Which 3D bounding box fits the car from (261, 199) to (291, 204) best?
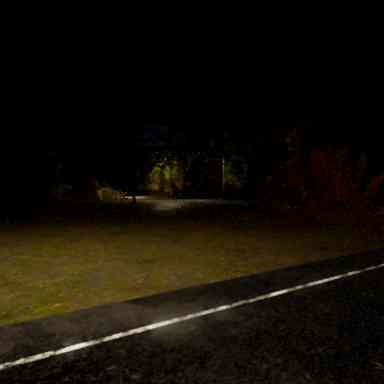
[{"bbox_3d":[12.854,1.315,49.884,2.033,1.411,5.357,0,0,-34],"label":"car"}]
